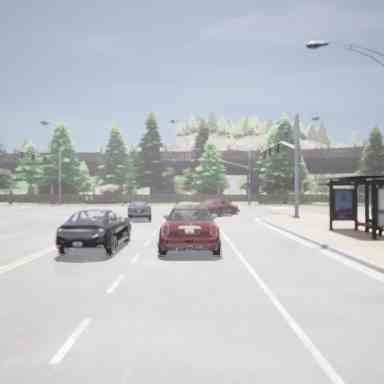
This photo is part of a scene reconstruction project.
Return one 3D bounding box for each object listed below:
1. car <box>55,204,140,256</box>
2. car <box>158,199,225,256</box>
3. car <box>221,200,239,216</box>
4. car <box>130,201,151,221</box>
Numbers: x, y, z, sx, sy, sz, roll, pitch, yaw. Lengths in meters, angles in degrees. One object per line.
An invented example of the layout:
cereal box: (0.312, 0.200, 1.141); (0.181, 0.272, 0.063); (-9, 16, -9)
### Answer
car: (-3.581, 1.414, 12.839); (2.128, 1.511, 4.902); (0, 0, 0)
car: (-0.080, 1.274, 12.872); (2.097, 1.767, 4.553); (0, 0, 0)
car: (2.119, 1.346, 27.944); (1.812, 1.442, 4.674); (-1, 0, 38)
car: (-4.119, 1.390, 25.686); (2.033, 1.411, 5.357); (0, 1, -10)
